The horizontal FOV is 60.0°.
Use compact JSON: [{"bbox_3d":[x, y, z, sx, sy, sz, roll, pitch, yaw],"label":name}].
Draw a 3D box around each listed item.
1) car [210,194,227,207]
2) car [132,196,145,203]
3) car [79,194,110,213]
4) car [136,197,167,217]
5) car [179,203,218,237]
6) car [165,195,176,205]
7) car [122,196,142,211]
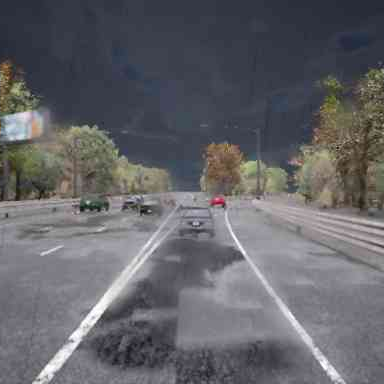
[{"bbox_3d":[4.201,1.321,52.472,2.150,2.045,5.566,0,-1,10],"label":"car"},{"bbox_3d":[-11.039,1.540,68.862,1.812,1.442,4.674,0,0,-1],"label":"car"},{"bbox_3d":[-10.755,1.218,36.939,2.150,2.045,5.566,0,0,-1],"label":"car"},{"bbox_3d":[-3.703,1.487,31.255,1.882,1.535,5.008,0,0,-1],"label":"car"},{"bbox_3d":[0.361,1.557,18.305,2.033,1.411,5.357,0,0,4],"label":"car"},{"bbox_3d":[-3.935,1.375,57.349,2.097,1.767,4.553,0,0,-1],"label":"car"},{"bbox_3d":[-7.288,1.512,40.915,1.837,1.490,4.892,0,0,-1],"label":"car"}]
